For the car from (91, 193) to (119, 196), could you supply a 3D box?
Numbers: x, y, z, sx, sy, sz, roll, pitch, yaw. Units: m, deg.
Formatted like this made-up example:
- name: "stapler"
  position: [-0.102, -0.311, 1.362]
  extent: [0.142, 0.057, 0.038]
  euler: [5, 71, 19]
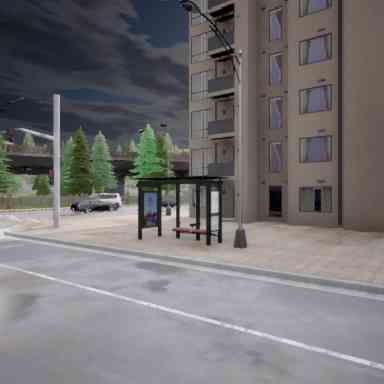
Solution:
- name: "car"
  position: [-10.685, 1.166, 38.467]
  extent: [2.150, 2.045, 5.566]
  euler: [0, 0, 37]

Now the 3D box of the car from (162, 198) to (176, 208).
- name: "car"
  position: [-4.179, 1.492, 46.430]
  extent: [2.033, 1.411, 5.357]
  euler: [0, 0, 44]

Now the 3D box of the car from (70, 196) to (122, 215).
- name: "car"
  position: [-9.816, 1.436, 33.491]
  extent: [2.128, 1.511, 4.902]
  euler: [0, 0, 36]
